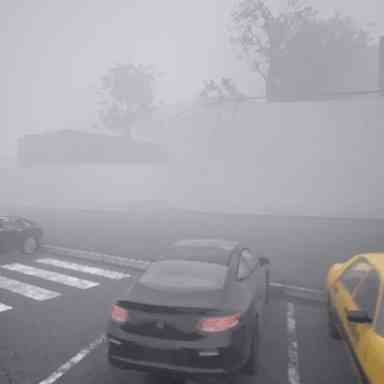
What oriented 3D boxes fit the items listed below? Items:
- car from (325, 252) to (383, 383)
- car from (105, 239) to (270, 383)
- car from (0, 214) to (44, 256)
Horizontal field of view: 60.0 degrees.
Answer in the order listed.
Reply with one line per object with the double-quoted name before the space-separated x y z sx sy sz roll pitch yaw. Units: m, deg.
"car" 2.651 1.487 3.694 1.946 1.575 5.366 1 -1 15
"car" 0.267 1.527 5.601 2.002 1.452 4.674 0 -1 15
"car" -7.004 1.487 10.803 2.231 1.521 4.892 1 -1 15
